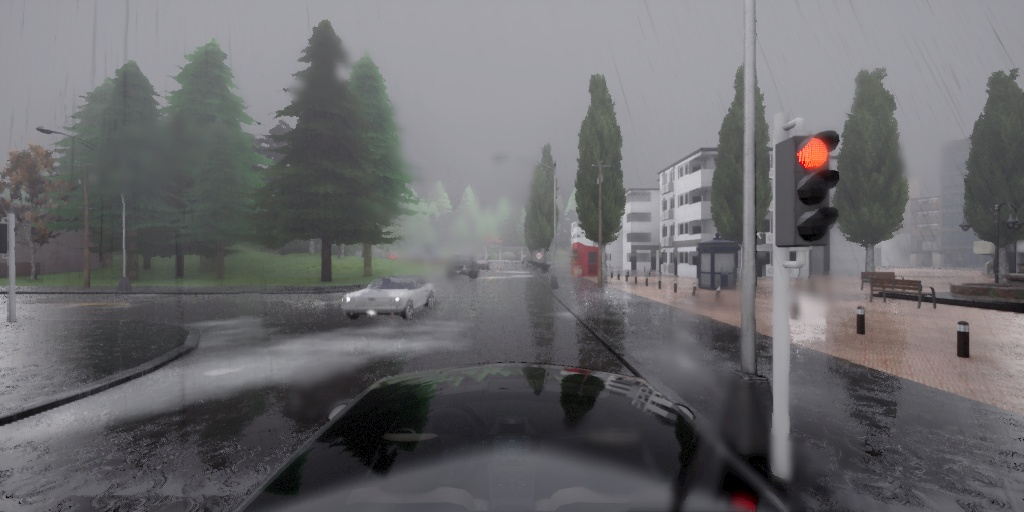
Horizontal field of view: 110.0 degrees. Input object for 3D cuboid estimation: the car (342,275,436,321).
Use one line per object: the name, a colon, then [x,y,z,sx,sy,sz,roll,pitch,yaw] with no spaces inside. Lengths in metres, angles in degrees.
car: [-4.094,1.351,12.683,1.895,1.301,4.718,0,0,0]

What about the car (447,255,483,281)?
car: [-4.084,0.972,30.861,2.150,2.045,5.566,0,0,0]

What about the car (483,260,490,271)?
car: [-4.056,1.227,49.084,1.882,1.535,5.008,0,0,0]
